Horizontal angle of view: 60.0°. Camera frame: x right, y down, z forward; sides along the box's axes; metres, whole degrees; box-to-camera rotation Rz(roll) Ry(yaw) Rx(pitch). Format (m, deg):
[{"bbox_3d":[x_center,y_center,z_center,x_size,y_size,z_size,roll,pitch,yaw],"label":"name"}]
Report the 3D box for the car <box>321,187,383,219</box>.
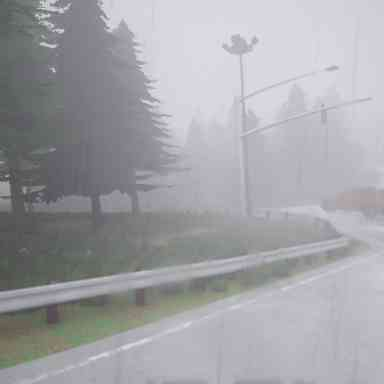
[{"bbox_3d":[11.906,0.639,23.742,2.150,2.045,5.566,-1,3,-26],"label":"car"}]
